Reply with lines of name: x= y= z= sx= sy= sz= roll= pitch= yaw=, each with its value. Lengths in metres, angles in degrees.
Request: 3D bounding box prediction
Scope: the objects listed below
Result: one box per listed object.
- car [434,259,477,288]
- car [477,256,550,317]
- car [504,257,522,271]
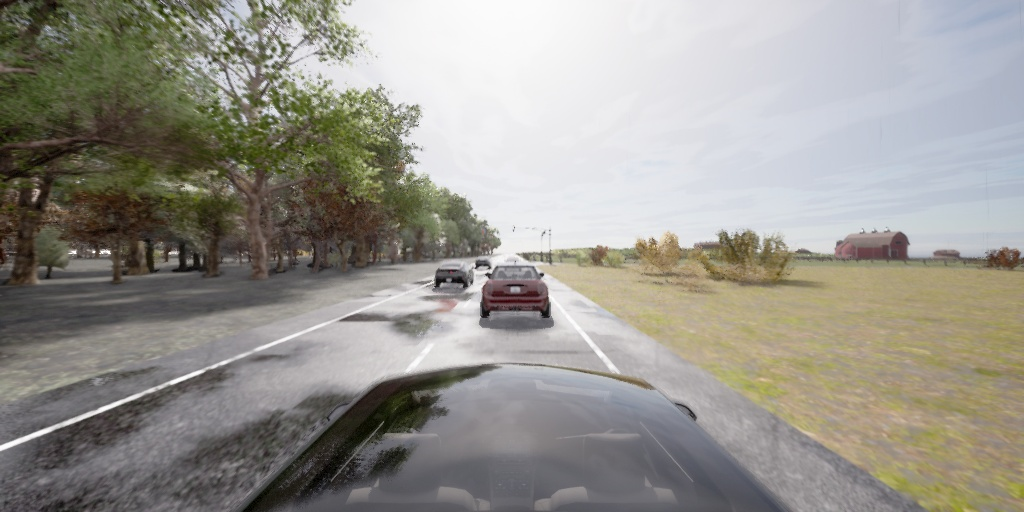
car: x=-3.401 y=1.036 z=21.719 sx=1.837 sy=1.490 sz=4.892 roll=0 pitch=0 yaw=0
car: x=0.100 y=0.983 z=12.655 sx=2.097 sy=1.767 sz=4.553 roll=0 pitch=1 yaw=0
car: x=0.098 y=0.851 z=40.060 sx=1.812 sy=1.442 sz=4.674 roll=0 pitch=1 yaw=0
